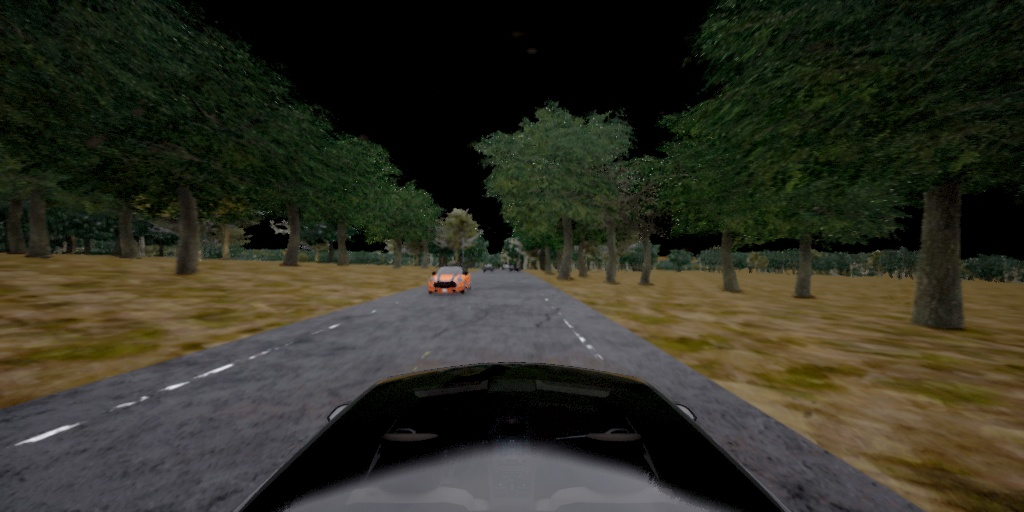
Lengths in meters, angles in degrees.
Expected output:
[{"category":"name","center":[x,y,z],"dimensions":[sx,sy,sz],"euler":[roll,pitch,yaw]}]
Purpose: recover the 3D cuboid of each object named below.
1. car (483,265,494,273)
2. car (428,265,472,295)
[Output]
[{"category":"car","center":[-4.147,2.258,63.858],"dimensions":[2.033,1.411,5.357],"euler":[0,-1,-1]},{"category":"car","center":[-3.664,1.324,21.759],"dimensions":[2.097,1.767,4.553],"euler":[0,-1,0]}]
